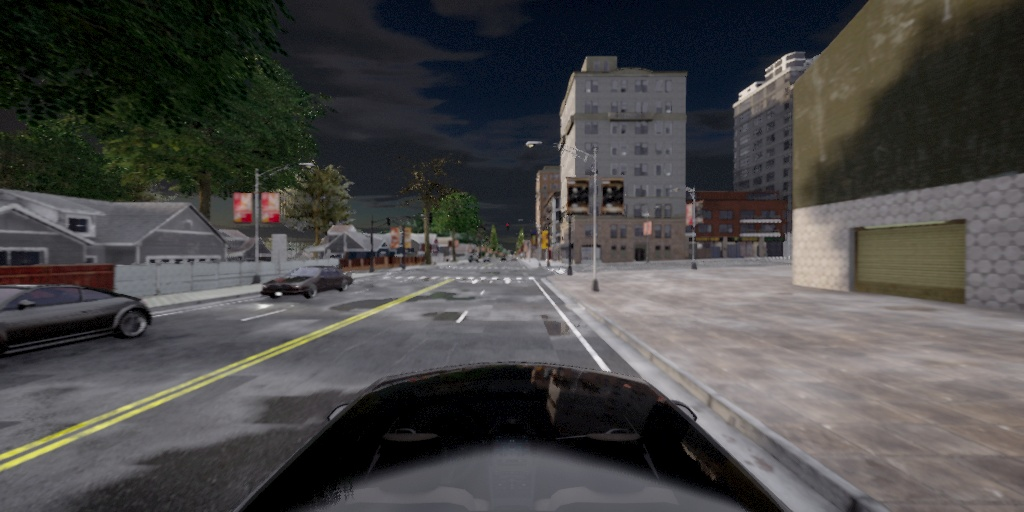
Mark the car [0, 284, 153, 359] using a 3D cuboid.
[{"bbox_3d":[-9.827,1.261,7.037,1.994,1.385,4.181,0,0,0],"label":"car"}]

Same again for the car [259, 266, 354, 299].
[{"bbox_3d":[-9.747,1.194,17.670,2.033,1.411,5.357,0,0,1],"label":"car"}]
